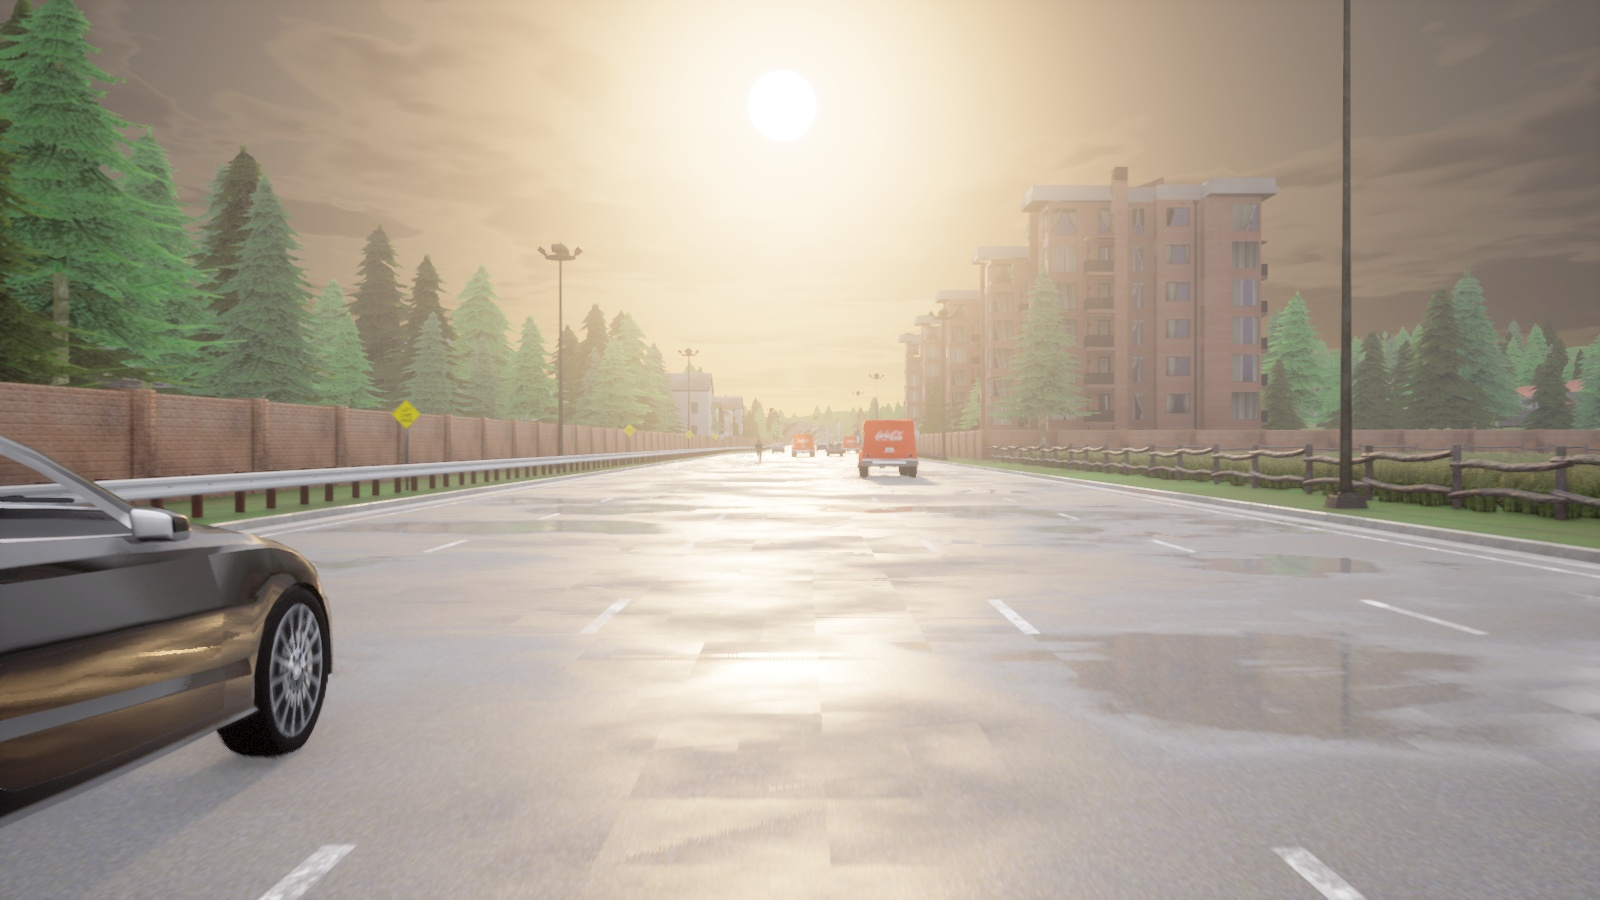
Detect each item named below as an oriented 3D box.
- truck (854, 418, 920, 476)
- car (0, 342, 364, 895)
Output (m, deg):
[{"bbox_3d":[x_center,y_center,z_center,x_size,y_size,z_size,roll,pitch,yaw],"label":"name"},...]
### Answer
[{"bbox_3d":[3.837,-0.073,56.266,2.627,2.467,5.204,0,-1,0],"label":"truck"},{"bbox_3d":[-3.460,0.498,4.314,2.152,1.651,5.027,0,0,0],"label":"car"}]
